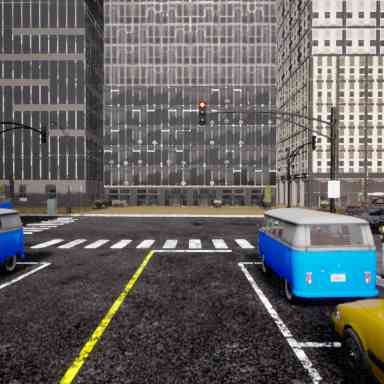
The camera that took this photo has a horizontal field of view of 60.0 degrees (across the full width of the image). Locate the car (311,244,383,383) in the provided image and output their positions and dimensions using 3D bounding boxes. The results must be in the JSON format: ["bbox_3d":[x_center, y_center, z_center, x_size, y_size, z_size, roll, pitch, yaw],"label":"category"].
[{"bbox_3d":[2.682,1.525,2.521,1.752,1.417,4.829,-1,0,0],"label":"car"}]

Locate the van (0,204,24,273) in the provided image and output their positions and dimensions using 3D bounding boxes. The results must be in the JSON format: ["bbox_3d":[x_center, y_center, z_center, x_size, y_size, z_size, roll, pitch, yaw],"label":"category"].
[{"bbox_3d":[-5.699,1.339,7.986,1.690,1.788,3.998,-1,0,0],"label":"van"}]

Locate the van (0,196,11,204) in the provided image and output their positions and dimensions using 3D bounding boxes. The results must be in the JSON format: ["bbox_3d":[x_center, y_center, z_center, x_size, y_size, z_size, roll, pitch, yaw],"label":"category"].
[{"bbox_3d":[-17.138,1.201,27.486,3.998,1.788,1.690,0,1,0],"label":"van"}]

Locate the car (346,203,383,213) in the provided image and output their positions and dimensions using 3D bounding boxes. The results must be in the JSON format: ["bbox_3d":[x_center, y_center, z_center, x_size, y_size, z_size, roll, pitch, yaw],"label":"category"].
[{"bbox_3d":[13.066,1.641,21.500,5.357,1.411,2.033,0,1,1],"label":"car"}]

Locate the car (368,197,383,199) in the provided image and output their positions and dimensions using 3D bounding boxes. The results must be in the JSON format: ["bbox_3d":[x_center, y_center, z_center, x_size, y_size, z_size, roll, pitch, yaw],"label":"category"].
[{"bbox_3d":[15.252,1.339,27.278,5.009,1.841,2.192,0,1,0],"label":"car"}]

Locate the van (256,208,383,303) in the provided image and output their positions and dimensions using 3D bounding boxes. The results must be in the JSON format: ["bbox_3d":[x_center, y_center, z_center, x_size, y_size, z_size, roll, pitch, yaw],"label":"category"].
[{"bbox_3d":[2.682,1.339,7.953,1.690,1.788,3.998,-1,0,0],"label":"van"}]

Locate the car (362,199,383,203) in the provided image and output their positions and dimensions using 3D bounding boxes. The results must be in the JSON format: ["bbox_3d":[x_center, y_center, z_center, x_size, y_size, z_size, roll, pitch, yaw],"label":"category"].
[{"bbox_3d":[13.824,1.544,24.688,4.902,1.511,2.128,0,1,0],"label":"car"}]
